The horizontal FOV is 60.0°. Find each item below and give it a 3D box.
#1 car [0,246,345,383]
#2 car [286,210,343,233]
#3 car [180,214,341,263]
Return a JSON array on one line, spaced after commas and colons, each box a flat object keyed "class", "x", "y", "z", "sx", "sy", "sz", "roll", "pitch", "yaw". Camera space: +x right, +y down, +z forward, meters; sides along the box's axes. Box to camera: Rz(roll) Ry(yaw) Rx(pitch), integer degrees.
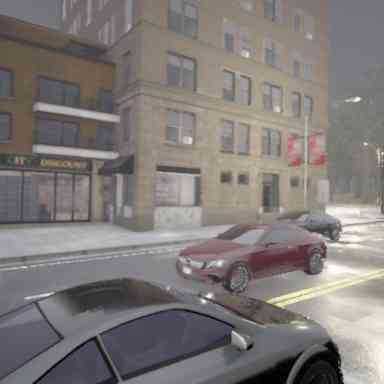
[{"class": "car", "x": -0.426, "y": 1.567, "z": 3.137, "sx": 4.181, "sy": 1.385, "sz": 1.994, "roll": 0, "pitch": 0, "yaw": -35}, {"class": "car", "x": 5.081, "y": 1.551, "z": 15.291, "sx": 4.674, "sy": 1.442, "sz": 1.812, "roll": 0, "pitch": 0, "yaw": -35}, {"class": "car", "x": 1.783, "y": 1.539, "z": 8.951, "sx": 4.674, "sy": 1.442, "sz": 1.812, "roll": 0, "pitch": 0, "yaw": -36}]
